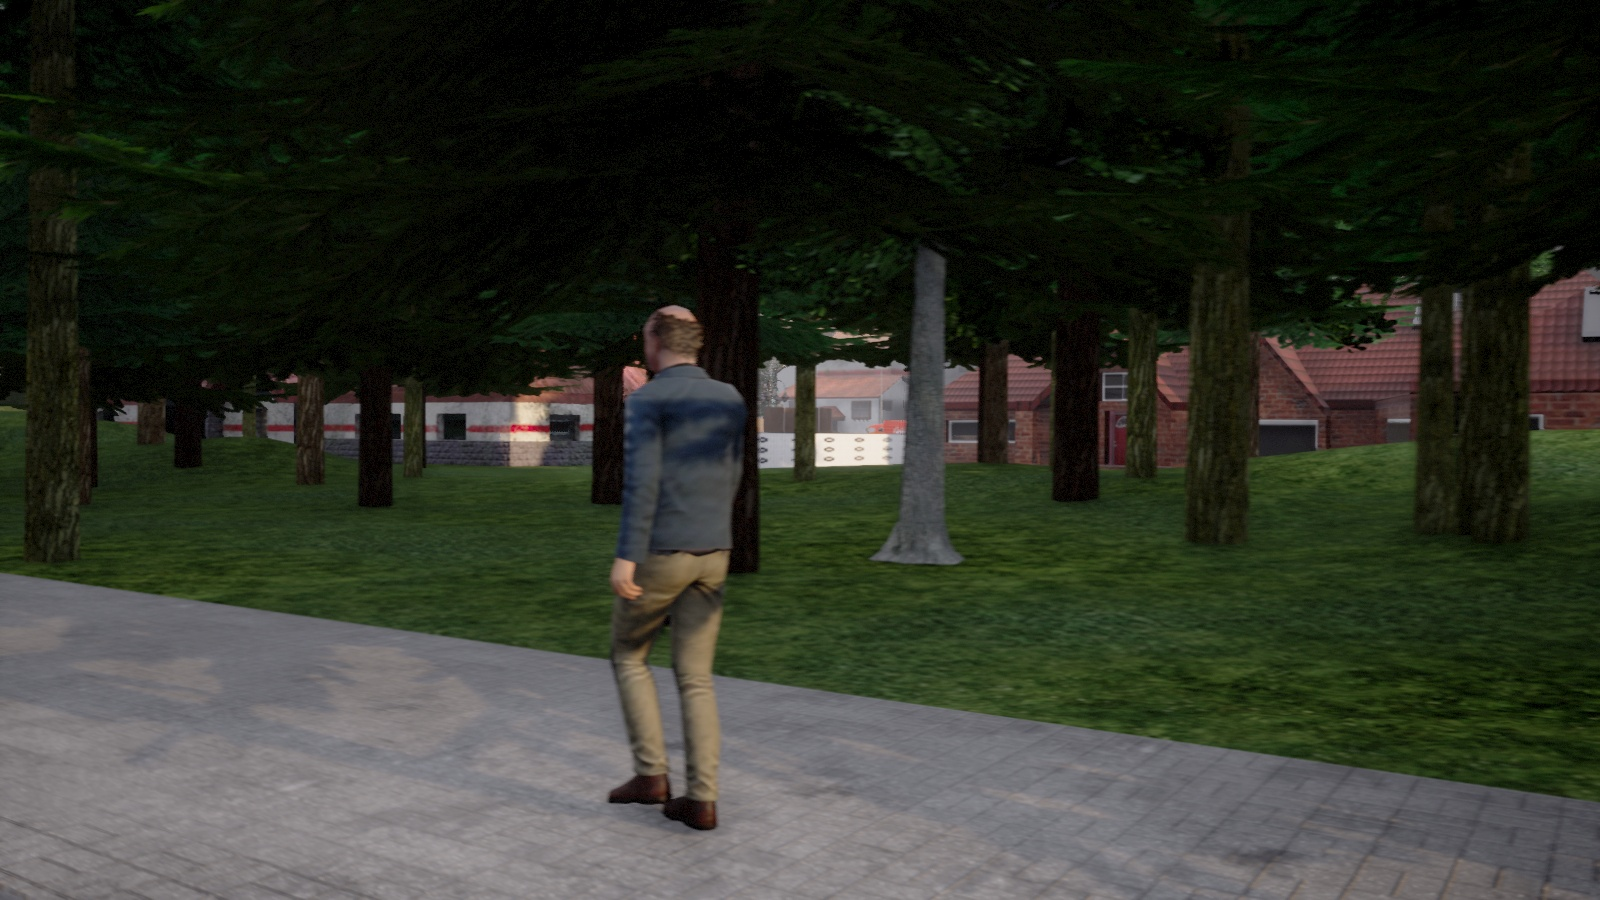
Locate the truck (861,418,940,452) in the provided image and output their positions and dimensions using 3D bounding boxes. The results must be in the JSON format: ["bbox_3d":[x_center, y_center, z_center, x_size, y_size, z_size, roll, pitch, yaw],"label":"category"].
[{"bbox_3d":[7.426,-1.093,93.123,5.204,2.467,2.627,0,1,34],"label":"truck"}]

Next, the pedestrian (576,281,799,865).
[{"bbox_3d":[-0.401,0.385,4.362,0.402,1.842,0.726,-1,1,-41],"label":"pedestrian"}]
